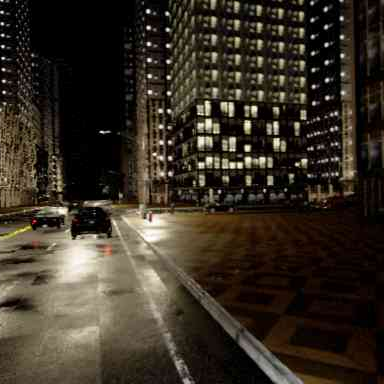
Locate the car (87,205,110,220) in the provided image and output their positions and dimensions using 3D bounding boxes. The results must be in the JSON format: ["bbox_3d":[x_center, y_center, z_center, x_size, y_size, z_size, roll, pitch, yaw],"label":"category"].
[{"bbox_3d":[-9.761,2.104,34.923,1.895,1.301,4.718,-2,-1,-11],"label":"car"}]

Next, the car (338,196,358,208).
[{"bbox_3d":[25.424,1.767,51.166,4.313,1.339,1.947,-1,0,-16],"label":"car"}]

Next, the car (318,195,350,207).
[{"bbox_3d":[23.828,1.538,56.651,4.553,1.767,2.097,-1,0,-15],"label":"car"}]

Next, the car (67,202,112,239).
[{"bbox_3d":[-5.821,1.636,19.504,2.097,1.767,4.553,-1,-1,-15],"label":"car"}]

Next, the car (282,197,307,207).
[{"bbox_3d":[17.722,1.692,57.700,4.097,1.590,1.967,-1,0,-16],"label":"car"}]

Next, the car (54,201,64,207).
[{"bbox_3d":[-32.775,2.914,81.828,1.837,1.490,4.892,-1,0,-15],"label":"car"}]

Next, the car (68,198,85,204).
[{"bbox_3d":[-17.338,1.972,49.819,2.150,2.045,5.566,-2,0,-15],"label":"car"}]

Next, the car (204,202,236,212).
[{"bbox_3d":[3.742,2.044,44.906,4.403,1.369,2.008,-1,0,-16],"label":"car"}]

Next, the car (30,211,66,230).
[{"bbox_3d":[-10.622,2.047,24.884,1.895,1.301,4.718,-1,0,-15],"label":"car"}]
